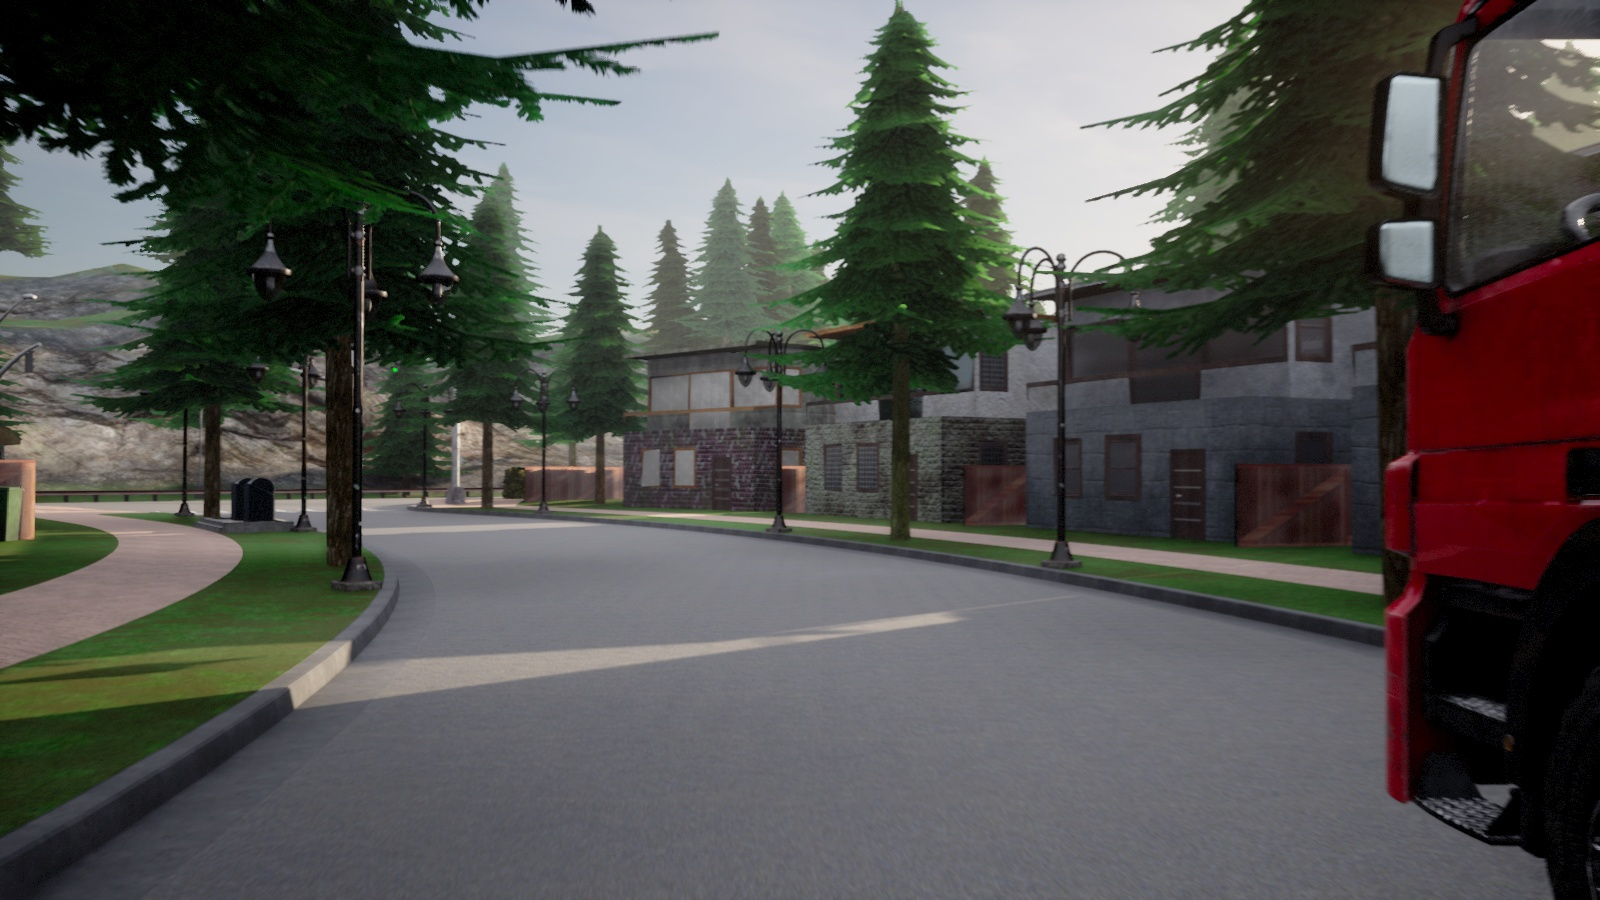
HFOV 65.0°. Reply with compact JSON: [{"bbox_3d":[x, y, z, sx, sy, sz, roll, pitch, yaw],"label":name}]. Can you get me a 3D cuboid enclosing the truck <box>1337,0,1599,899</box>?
[{"bbox_3d":[3.518,-0.169,0.896,2.891,3.462,7.936,0,-1,0],"label":"truck"}]
